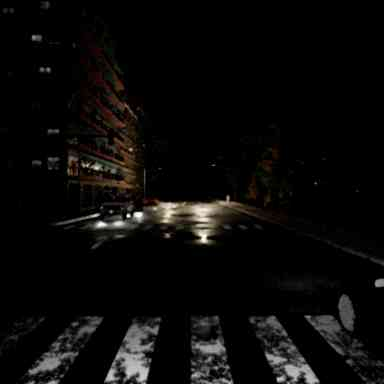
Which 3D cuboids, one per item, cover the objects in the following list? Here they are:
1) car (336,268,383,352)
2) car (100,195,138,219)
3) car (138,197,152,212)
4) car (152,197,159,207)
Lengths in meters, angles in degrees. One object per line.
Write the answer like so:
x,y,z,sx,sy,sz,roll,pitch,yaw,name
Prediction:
3.344,1.483,3.591,1.882,1.535,5.008,0,0,0,car
-6.593,1.266,29.894,2.150,2.045,5.566,0,0,0,car
-6.589,1.556,40.417,2.128,1.511,4.902,0,0,0,car
-6.540,1.571,54.848,1.882,1.535,5.008,0,0,0,car
